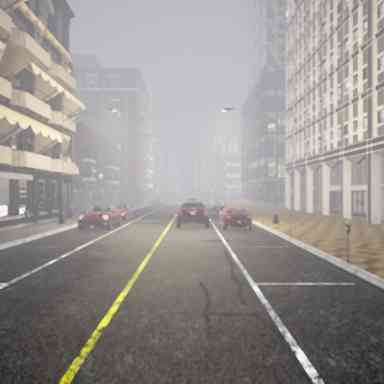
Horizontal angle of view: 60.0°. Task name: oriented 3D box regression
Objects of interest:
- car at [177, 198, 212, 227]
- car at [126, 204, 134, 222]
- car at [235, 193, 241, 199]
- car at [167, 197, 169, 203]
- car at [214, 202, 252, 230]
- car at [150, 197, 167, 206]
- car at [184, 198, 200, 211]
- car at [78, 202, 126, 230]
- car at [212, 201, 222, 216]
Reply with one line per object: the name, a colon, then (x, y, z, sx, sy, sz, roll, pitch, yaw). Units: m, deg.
car: (0.063, 1.376, 22.947, 2.097, 1.767, 4.553, 0, 0, 0)
car: (-5.733, 1.612, 26.632, 1.802, 1.307, 4.206, 0, 0, 0)
car: (14.541, 1.156, 93.437, 5.009, 1.841, 2.192, -1, 1, -1)
car: (-5.789, 1.629, 60.524, 2.008, 1.369, 4.403, 0, 0, 0)
car: (2.657, 1.565, 20.997, 1.887, 1.381, 4.507, 0, 0, 0)
car: (-5.780, 1.620, 54.875, 2.008, 1.369, 4.403, 0, 0, 0)
car: (0.034, 1.525, 41.890, 1.882, 1.535, 5.008, 0, 0, 0)
car: (-5.724, 1.464, 20.984, 1.967, 1.590, 4.097, 0, 0, 0)
car: (2.638, 1.585, 32.295, 2.008, 1.369, 4.403, 0, 0, 0)
